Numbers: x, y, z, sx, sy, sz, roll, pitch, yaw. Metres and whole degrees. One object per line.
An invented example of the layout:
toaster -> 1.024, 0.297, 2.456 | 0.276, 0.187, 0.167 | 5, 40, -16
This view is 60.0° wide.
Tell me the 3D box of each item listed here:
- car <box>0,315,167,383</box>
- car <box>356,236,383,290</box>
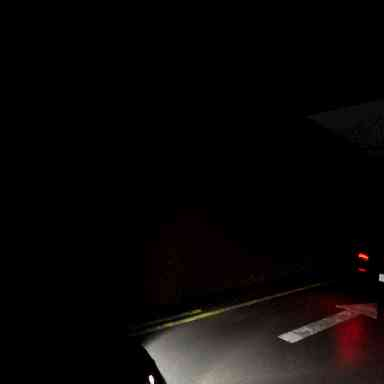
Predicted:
car -> -2.208, 1.564, 2.267 | 4.181, 1.385, 1.994 | 0, 0, -35
car -> 5.678, 1.526, 7.819 | 4.674, 1.442, 1.812 | 0, 0, -35
